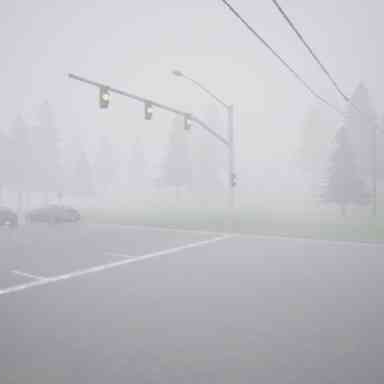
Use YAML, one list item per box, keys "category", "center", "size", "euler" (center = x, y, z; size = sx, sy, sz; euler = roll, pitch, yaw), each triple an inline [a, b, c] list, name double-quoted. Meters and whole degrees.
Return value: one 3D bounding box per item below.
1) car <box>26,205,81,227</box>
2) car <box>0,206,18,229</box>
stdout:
- category: "car"
  center: [-10.118, 1.663, 24.110]
  size: [4.902, 1.511, 2.128]
  euler: [0, 0, 36]
- category: "car"
  center: [-13.508, 1.690, 22.227]
  size: [4.892, 1.490, 1.837]
  euler: [0, 0, 36]
